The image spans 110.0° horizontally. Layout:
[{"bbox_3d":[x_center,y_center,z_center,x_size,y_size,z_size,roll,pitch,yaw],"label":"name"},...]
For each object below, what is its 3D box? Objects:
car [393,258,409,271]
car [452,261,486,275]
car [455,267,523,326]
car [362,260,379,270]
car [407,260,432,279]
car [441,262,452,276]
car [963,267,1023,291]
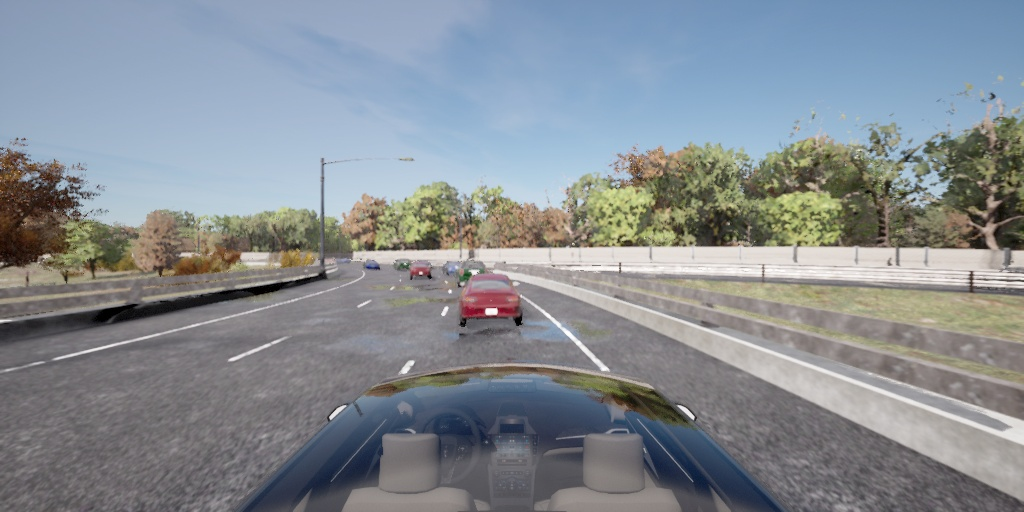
[{"bbox_3d":[-15.356,1.117,50.230,2.097,1.767,4.553,0,0,-26],"label":"car"},{"bbox_3d":[-2.847,1.098,24.933,2.097,1.767,4.553,0,0,-12],"label":"car"},{"bbox_3d":[-0.721,1.273,11.655,1.812,1.442,4.674,0,0,-5],"label":"car"},{"bbox_3d":[-21.211,1.342,53.810,1.994,1.385,4.181,0,0,-30],"label":"car"},{"bbox_3d":[-8.382,1.282,32.749,1.812,1.442,4.674,0,0,-16],"label":"car"},{"bbox_3d":[-6.308,1.298,37.847,2.033,1.411,5.357,0,0,-19],"label":"car"},{"bbox_3d":[34.524,1.555,24.499,4.553,1.767,2.097,3,1,30],"label":"car"}]
